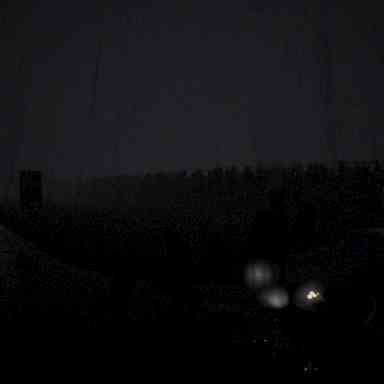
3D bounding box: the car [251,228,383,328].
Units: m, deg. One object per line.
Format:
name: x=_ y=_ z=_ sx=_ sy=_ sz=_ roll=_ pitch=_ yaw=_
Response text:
car: x=3.900 y=1.485 z=6.821 sx=5.357 sy=1.411 sz=2.033 roll=-1 pitch=0 yaw=-23
